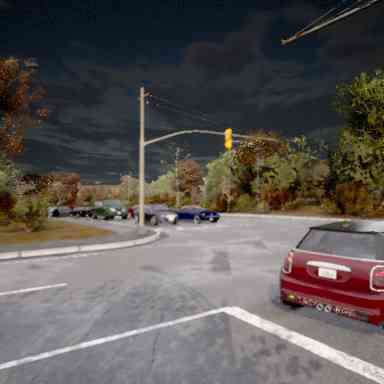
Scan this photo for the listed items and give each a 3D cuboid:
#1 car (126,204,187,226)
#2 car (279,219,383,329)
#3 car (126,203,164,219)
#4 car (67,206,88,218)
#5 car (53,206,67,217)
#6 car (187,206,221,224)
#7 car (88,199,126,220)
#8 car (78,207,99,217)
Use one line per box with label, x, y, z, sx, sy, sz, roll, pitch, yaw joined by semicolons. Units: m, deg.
car;-2.758;1.656;24.785;2.128;1.511;4.902;0;-1;-34
car;3.811;1.377;6.966;4.553;1.767;2.097;0;0;-43
car;-4.982;1.954;34.461;1.882;1.535;5.008;0;-3;-33
car;-13.661;2.571;41.209;1.895;1.301;4.718;0;-3;-33
car;-19.344;2.851;49.838;2.097;1.767;4.553;0;-3;-33
car;0.232;1.777;26.618;1.895;1.301;4.718;0;-1;-34
car;-8.226;1.709;33.021;2.150;2.045;5.566;0;-3;-33
car;-15.921;3.030;51.009;1.994;1.385;4.181;0;-3;-33
